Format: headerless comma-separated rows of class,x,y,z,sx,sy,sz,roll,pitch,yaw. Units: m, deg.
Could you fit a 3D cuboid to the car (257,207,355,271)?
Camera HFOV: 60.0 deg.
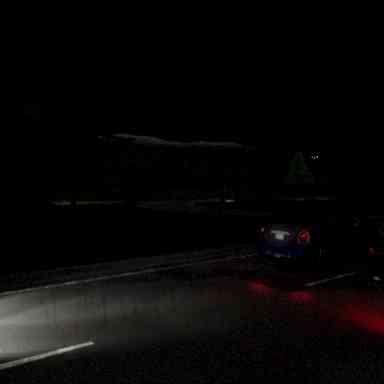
car,4.345,1.348,11.148,4.553,1.767,2.097,0,0,-36

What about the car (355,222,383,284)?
car,6.355,1.474,8.280,5.008,1.535,1.882,0,0,-36
